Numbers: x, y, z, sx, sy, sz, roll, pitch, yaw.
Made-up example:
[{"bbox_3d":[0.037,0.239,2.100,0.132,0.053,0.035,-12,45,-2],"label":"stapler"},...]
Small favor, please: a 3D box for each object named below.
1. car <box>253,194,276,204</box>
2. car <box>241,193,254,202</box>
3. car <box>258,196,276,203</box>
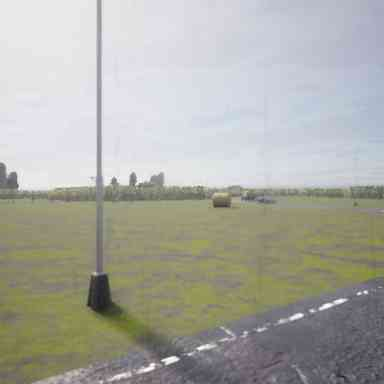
[{"bbox_3d":[13.729,1.489,61.713,1.837,1.490,4.892,-1,0,-16],"label":"car"},{"bbox_3d":[13.179,1.165,78.469,2.150,2.045,5.566,-1,0,-6],"label":"car"},{"bbox_3d":[15.131,1.485,67.303,1.812,1.442,4.674,-1,-1,-13],"label":"car"}]
